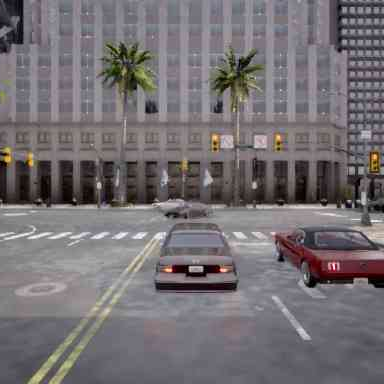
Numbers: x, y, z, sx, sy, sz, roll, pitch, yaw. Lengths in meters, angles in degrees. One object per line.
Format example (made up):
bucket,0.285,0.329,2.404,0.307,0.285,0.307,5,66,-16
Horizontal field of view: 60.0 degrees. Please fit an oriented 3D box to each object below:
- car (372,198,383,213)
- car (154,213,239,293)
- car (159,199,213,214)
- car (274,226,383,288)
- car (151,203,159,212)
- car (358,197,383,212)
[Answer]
car,21.725,1.601,34.331,4.718,1.301,1.895,0,0,0
car,0.095,1.547,8.989,2.033,1.411,5.357,0,0,0
car,-0.171,1.547,28.470,2.033,1.411,5.357,0,0,33
car,3.641,1.601,9.257,1.895,1.301,4.718,0,0,2
car,-2.300,1.526,37.933,4.674,1.442,1.812,0,0,0
car,21.394,1.353,37.834,4.553,1.767,2.097,0,0,0
